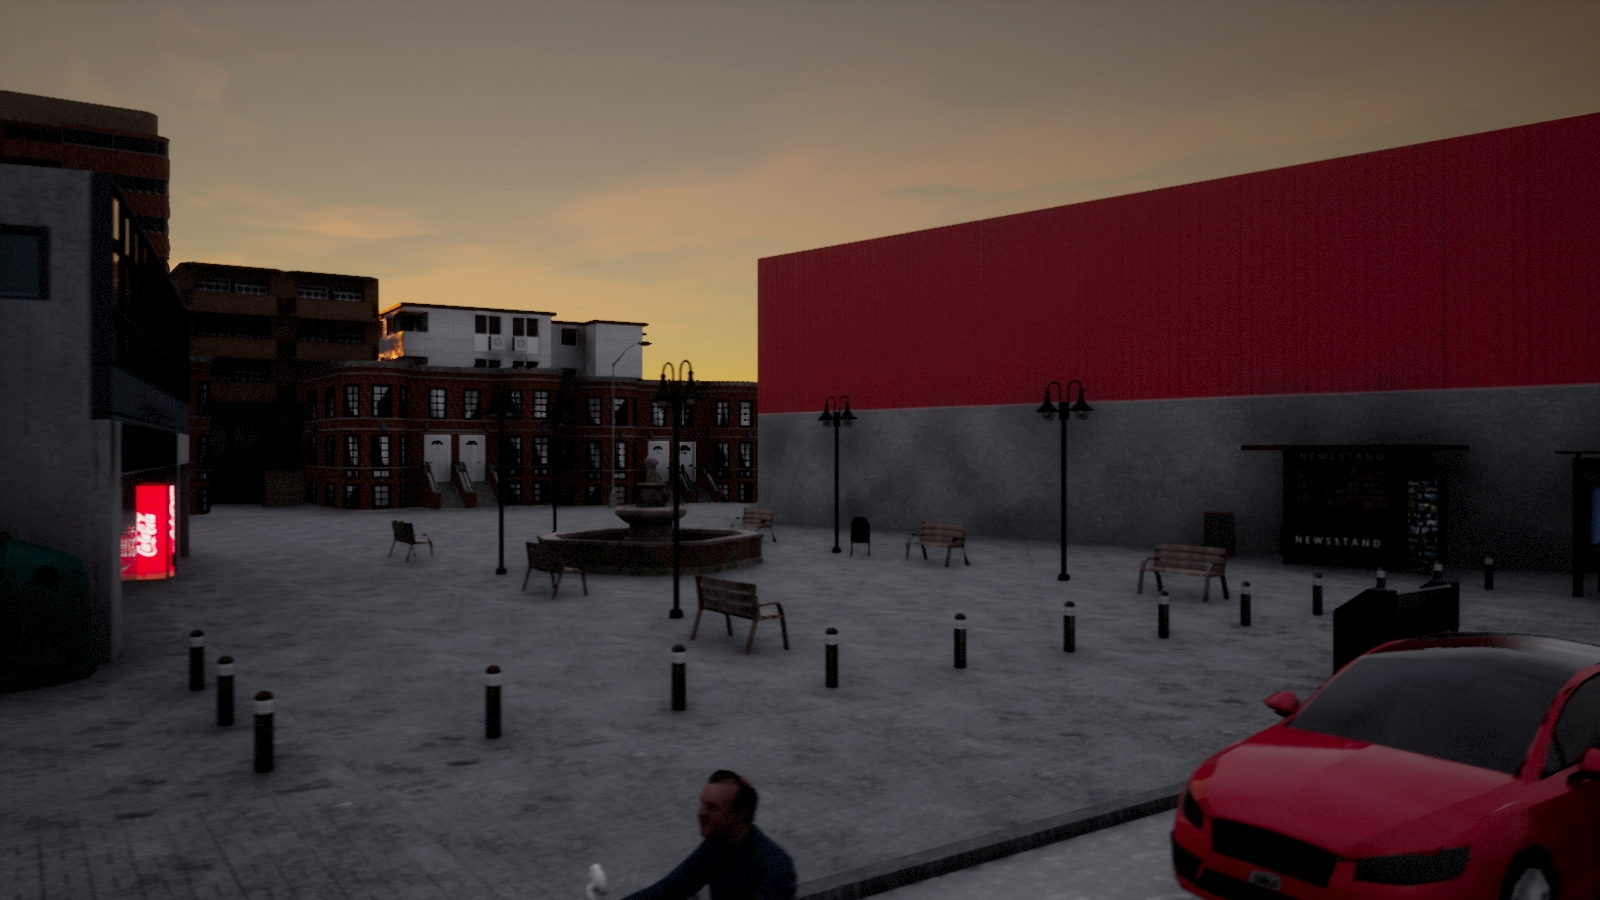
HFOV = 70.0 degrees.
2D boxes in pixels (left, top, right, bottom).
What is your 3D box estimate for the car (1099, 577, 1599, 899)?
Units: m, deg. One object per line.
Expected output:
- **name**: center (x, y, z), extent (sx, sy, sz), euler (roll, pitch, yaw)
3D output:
- **car**: center (4.493, 1.841, 7.563), extent (4.892, 1.480, 2.231), euler (0, 0, -35)
